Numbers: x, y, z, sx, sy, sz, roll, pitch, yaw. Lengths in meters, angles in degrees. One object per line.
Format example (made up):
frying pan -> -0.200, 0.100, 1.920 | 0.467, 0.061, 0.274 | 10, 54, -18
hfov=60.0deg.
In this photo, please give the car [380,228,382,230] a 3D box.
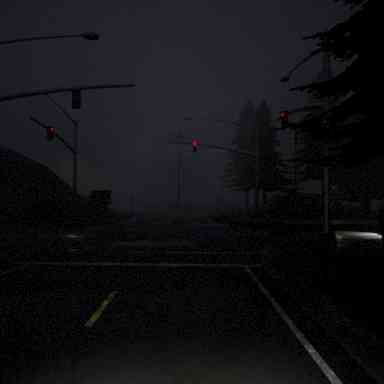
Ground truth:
car -> 14.418, 2.076, 21.284 | 4.181, 1.385, 1.994 | 0, -1, 0
